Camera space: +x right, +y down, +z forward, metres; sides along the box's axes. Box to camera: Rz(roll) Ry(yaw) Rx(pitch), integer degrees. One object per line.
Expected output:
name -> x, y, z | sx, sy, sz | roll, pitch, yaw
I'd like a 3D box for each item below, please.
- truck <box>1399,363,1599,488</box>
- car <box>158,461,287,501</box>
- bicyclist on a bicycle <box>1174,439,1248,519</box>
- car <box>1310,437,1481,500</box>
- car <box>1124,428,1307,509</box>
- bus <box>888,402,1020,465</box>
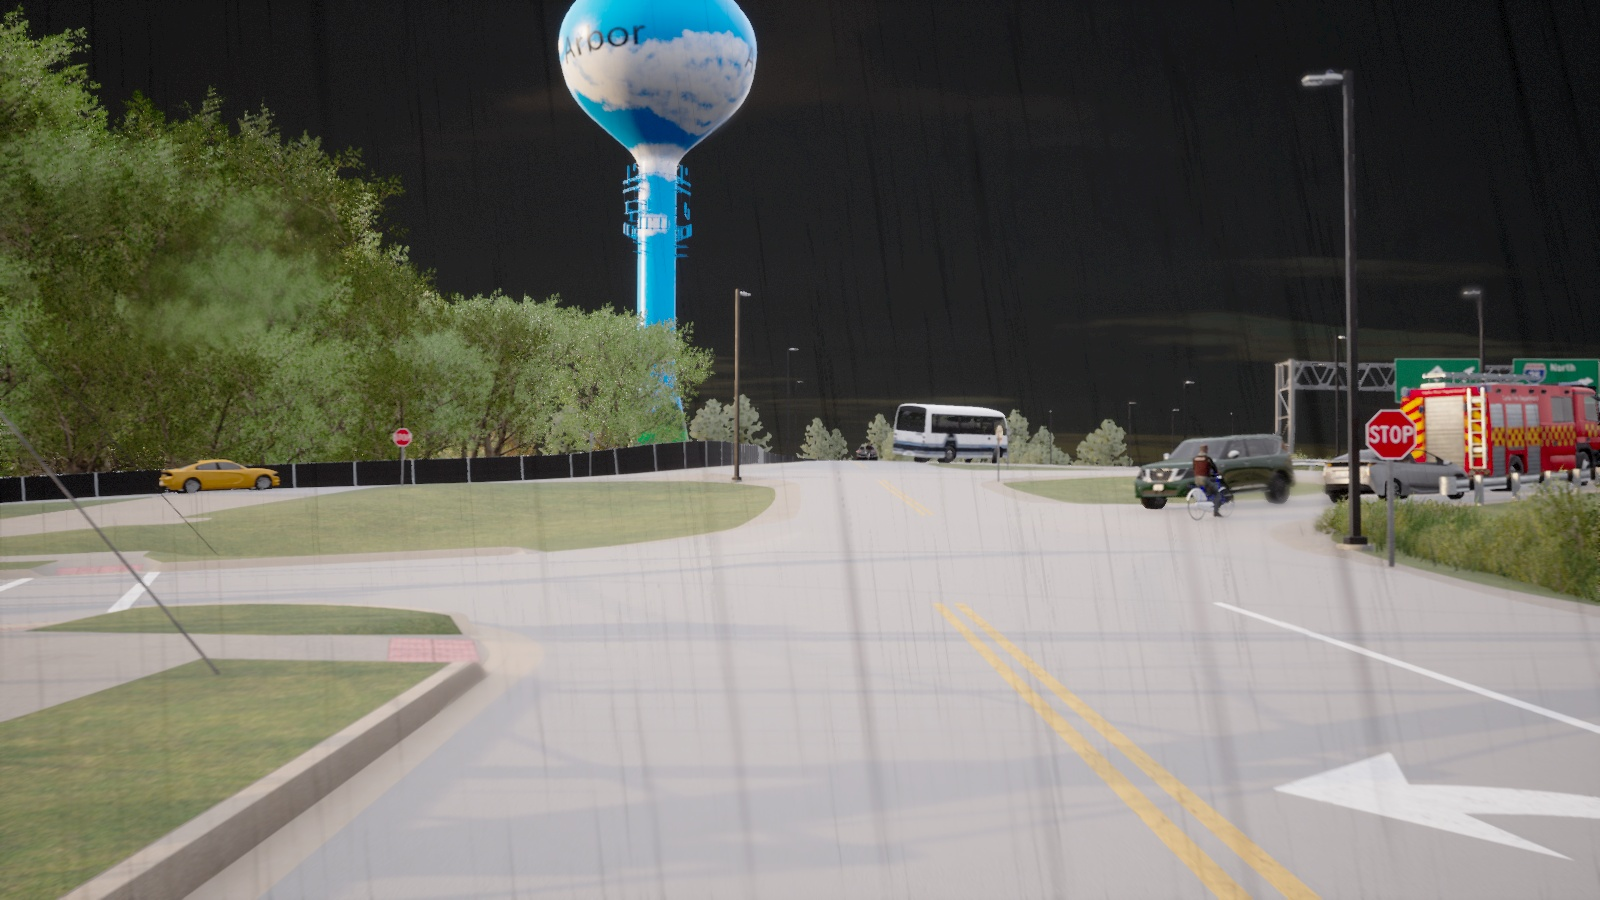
truck -> 23.794, -0.821, 42.138 | 8.468, 3.827, 2.891 | -2, 0, -36
car -> -26.446, 1.399, 57.603 | 5.008, 1.535, 1.882 | -3, 1, -38
bicyclist on a bicycle -> 9.659, 0.669, 29.475 | 1.843, 1.776, 0.659 | -2, -1, -38
car -> 16.564, 0.507, 34.876 | 4.514, 1.525, 2.007 | -2, -1, -30
car -> 12.022, 0.508, 36.134 | 5.566, 2.045, 2.150 | -2, -1, -38
bus -> 11.647, -1.226, 93.994 | 10.273, 4.253, 3.944 | 0, 5, -44
